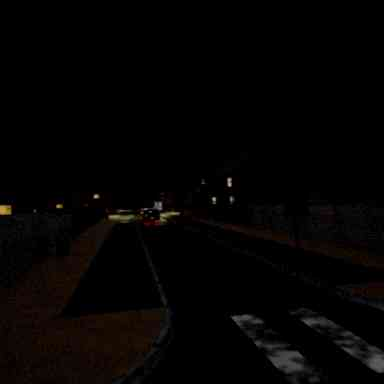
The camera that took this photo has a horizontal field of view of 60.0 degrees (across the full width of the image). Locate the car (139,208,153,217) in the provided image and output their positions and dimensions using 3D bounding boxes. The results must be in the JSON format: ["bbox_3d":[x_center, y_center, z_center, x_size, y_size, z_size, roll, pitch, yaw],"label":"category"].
[{"bbox_3d":[-7.152,3.140,51.698,1.895,1.301,4.718,-2,-1,-11],"label":"car"}]

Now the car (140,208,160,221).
[{"bbox_3d":[-5.034,2.787,40.828,1.895,1.301,4.718,-2,-1,-10],"label":"car"}]
